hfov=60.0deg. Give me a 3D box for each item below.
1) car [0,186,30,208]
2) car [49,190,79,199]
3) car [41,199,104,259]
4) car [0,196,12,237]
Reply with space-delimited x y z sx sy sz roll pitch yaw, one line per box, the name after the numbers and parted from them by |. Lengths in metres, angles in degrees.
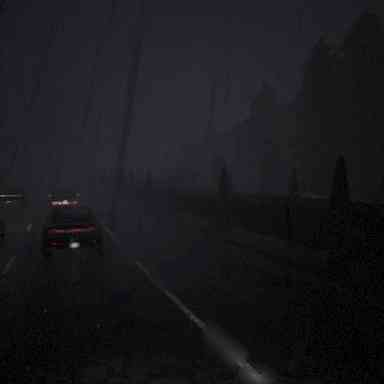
-13.361 0.279 24.968 2.128 1.511 4.902 -1 5 -22 | car
-8.924 0.533 23.267 2.033 1.411 5.357 -1 5 -22 | car
-4.335 1.268 12.032 2.128 1.511 4.902 -1 2 -22 | car
-8.185 1.232 12.256 1.882 1.535 5.008 -1 4 -21 | car
